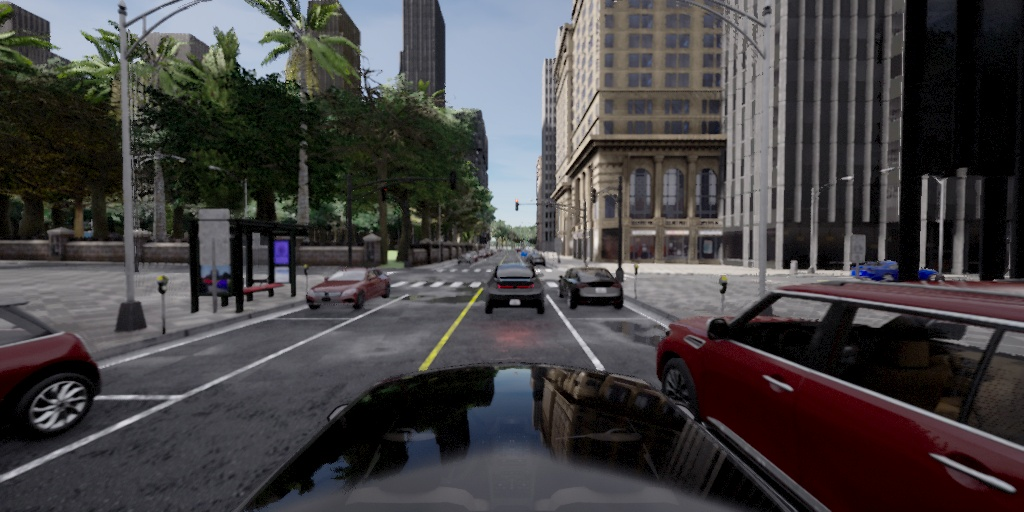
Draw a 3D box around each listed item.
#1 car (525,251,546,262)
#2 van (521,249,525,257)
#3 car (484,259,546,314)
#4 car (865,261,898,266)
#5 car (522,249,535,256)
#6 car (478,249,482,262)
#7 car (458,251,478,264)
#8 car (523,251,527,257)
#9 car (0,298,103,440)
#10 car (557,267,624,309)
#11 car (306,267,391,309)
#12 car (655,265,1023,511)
[{"bbox_3d":[2.758,0.451,39.644,1.948,1.339,4.313,0,0,0],"label":"car"},{"bbox_3d":[2.755,-0.150,55.901,1.690,1.789,3.998,0,0,0],"label":"van"},{"bbox_3d":[0.089,1.010,12.521,1.837,1.490,4.892,0,1,0],"label":"car"},{"bbox_3d":[26.299,1.141,24.621,5.008,1.535,1.882,1,2,0],"label":"car"},{"bbox_3d":[2.756,0.160,50.652,1.751,1.417,4.829,0,0,0],"label":"car"},{"bbox_3d":[-5.769,0.074,50.500,1.967,1.591,4.097,0,0,0],"label":"car"},{"bbox_3d":[-5.768,0.310,45.081,2.007,1.370,4.403,0,0,0],"label":"car"},{"bbox_3d":[2.757,0.326,45.063,1.948,1.339,4.313,0,0,0],"label":"car"},{"bbox_3d":[-5.763,1.174,2.380,1.967,1.591,4.097,0,0,0],"label":"car"},{"bbox_3d":[2.761,1.056,13.214,1.948,1.339,4.313,0,0,0],"label":"car"},{"bbox_3d":[-5.764,1.071,13.230,1.802,1.307,4.207,0,0,0],"label":"car"},{"bbox_3d":[2.763,1.050,2.366,2.192,1.841,5.009,0,0,0],"label":"car"}]
